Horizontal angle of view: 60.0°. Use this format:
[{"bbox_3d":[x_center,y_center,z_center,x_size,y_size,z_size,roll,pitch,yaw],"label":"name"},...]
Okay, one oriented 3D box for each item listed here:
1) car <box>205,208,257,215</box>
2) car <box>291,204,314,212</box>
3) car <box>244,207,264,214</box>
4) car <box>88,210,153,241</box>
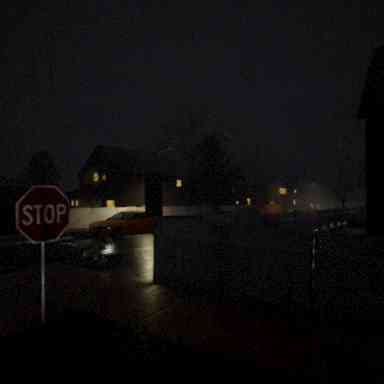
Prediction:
[{"bbox_3d":[2.080,2.006,22.458,2.033,1.411,5.357,-1,-2,36],"label":"car"},{"bbox_3d":[15.335,2.477,45.888,2.097,1.767,4.553,-1,-2,35],"label":"car"},{"bbox_3d":[5.330,2.228,32.006,1.837,1.490,4.892,-1,-2,36],"label":"car"},{"bbox_3d":[-3.689,1.849,19.362,1.882,1.535,5.008,-1,-2,35],"label":"car"}]
